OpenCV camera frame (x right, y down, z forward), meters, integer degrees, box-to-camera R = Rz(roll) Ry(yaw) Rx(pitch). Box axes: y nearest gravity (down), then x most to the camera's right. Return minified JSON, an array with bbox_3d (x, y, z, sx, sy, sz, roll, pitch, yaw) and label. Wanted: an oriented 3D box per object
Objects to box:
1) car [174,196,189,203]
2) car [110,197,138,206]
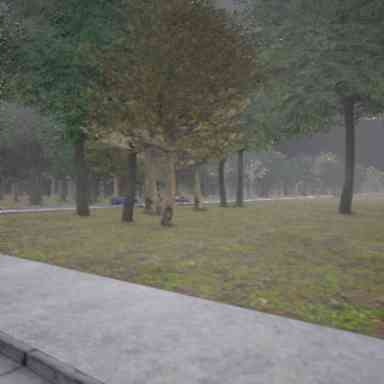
[{"bbox_3d":[-2.375,1.505,65.554,1.812,1.442,4.674,0,0,36],"label":"car"},{"bbox_3d":[-10.940,1.462,53.571,1.882,1.535,5.008,0,0,36],"label":"car"}]
